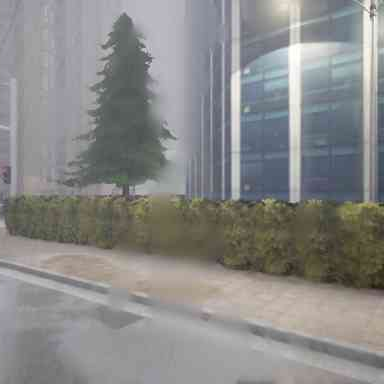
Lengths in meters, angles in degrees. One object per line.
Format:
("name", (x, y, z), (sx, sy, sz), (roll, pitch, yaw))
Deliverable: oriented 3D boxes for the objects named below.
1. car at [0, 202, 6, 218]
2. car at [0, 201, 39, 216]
("car", (-16.414, 1.564, 29.576), (1.994, 1.385, 4.181), (0, 0, 36))
("car", (-18.093, 1.601, 33.222), (1.895, 1.301, 4.718), (0, 0, 36))
